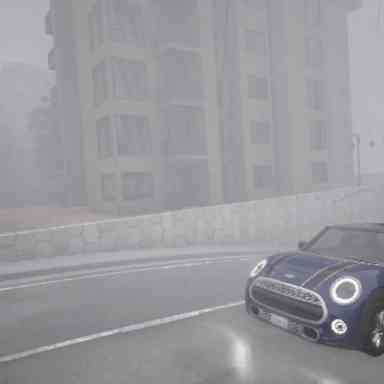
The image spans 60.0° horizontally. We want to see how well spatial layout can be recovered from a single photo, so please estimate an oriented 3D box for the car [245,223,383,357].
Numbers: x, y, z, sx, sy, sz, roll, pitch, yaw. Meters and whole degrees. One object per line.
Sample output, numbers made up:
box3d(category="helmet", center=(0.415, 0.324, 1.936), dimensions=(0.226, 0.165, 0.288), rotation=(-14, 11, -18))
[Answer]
box3d(category="car", center=(3.145, 1.379, 6.145), dimensions=(4.553, 1.767, 2.097), rotation=(3, -1, -34))
